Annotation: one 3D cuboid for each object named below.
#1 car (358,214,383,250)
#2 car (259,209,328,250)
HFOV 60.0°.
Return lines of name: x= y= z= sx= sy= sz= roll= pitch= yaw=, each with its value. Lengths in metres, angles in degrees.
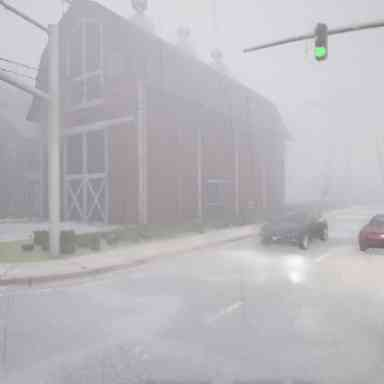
car: x=8.229 y=1.588 z=13.705 sx=1.994 sy=1.385 sz=4.181 roll=-1 pitch=-1 yaw=36
car: x=4.676 y=1.568 z=14.955 sx=1.837 sy=1.490 sz=4.892 roll=-1 pitch=0 yaw=36
